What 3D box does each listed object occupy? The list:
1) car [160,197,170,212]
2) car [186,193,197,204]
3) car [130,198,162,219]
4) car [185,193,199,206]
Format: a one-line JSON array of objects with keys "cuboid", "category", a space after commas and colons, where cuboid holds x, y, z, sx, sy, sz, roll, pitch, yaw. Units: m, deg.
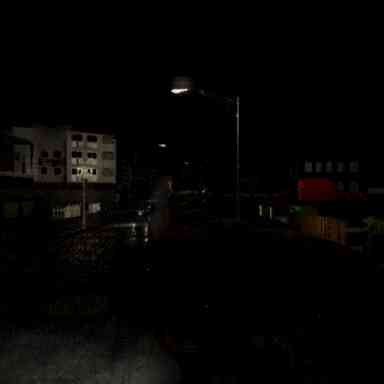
[{"cuboid": [-4.163, 1.473, 39.072, 2.128, 1.511, 4.902, 0, 0, 0], "category": "car"}, {"cuboid": [-0.112, 1.191, 63.496, 2.150, 2.045, 5.566, 0, 0, 0], "category": "car"}, {"cuboid": [-4.152, 1.477, 29.108, 2.128, 1.511, 4.902, 0, 0, 0], "category": "car"}, {"cuboid": [0.006, 1.327, 52.715, 2.097, 1.767, 4.553, 0, 0, 0], "category": "car"}]
